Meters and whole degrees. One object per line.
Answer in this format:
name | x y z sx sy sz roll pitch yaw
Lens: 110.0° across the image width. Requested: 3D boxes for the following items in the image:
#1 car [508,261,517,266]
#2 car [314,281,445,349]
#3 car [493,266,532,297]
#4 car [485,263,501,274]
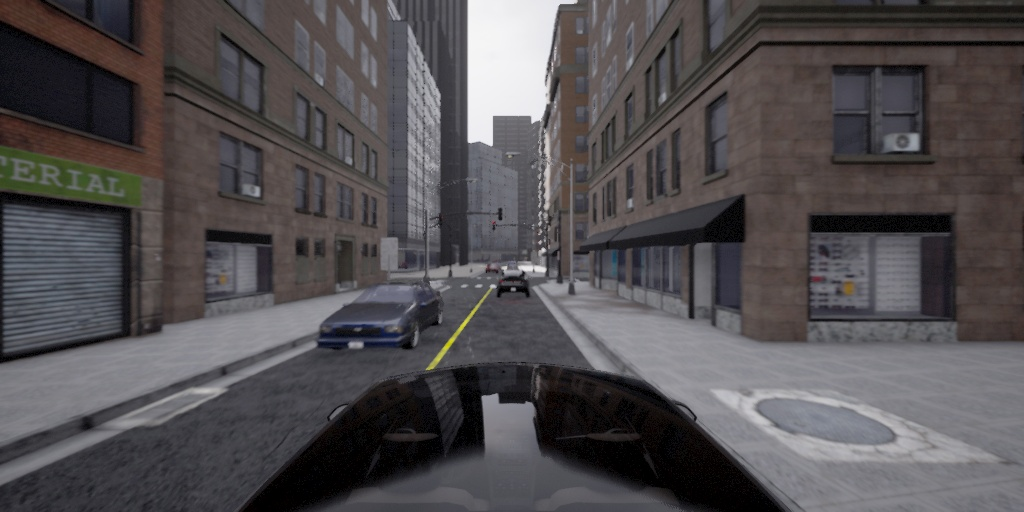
car | 0.114 1.969 61.767 2.033 1.411 5.357 0 0 0
car | -3.094 1.413 9.739 2.033 1.411 5.357 0 -1 0
car | 0.085 1.530 21.125 1.837 1.490 4.892 0 -1 0
car | -3.066 1.867 55.075 1.882 1.535 5.008 0 0 0
